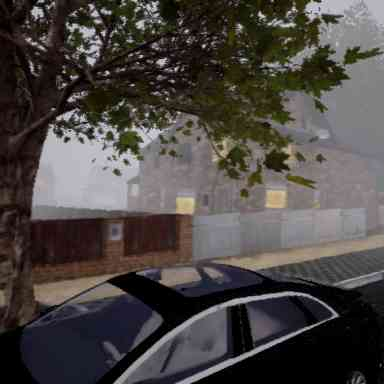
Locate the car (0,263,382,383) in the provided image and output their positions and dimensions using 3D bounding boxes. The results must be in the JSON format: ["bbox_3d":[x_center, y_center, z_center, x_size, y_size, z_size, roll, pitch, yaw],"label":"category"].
[{"bbox_3d":[-0.239,1.500,2.899,4.902,1.511,2.128,0,0,-36],"label":"car"}]
